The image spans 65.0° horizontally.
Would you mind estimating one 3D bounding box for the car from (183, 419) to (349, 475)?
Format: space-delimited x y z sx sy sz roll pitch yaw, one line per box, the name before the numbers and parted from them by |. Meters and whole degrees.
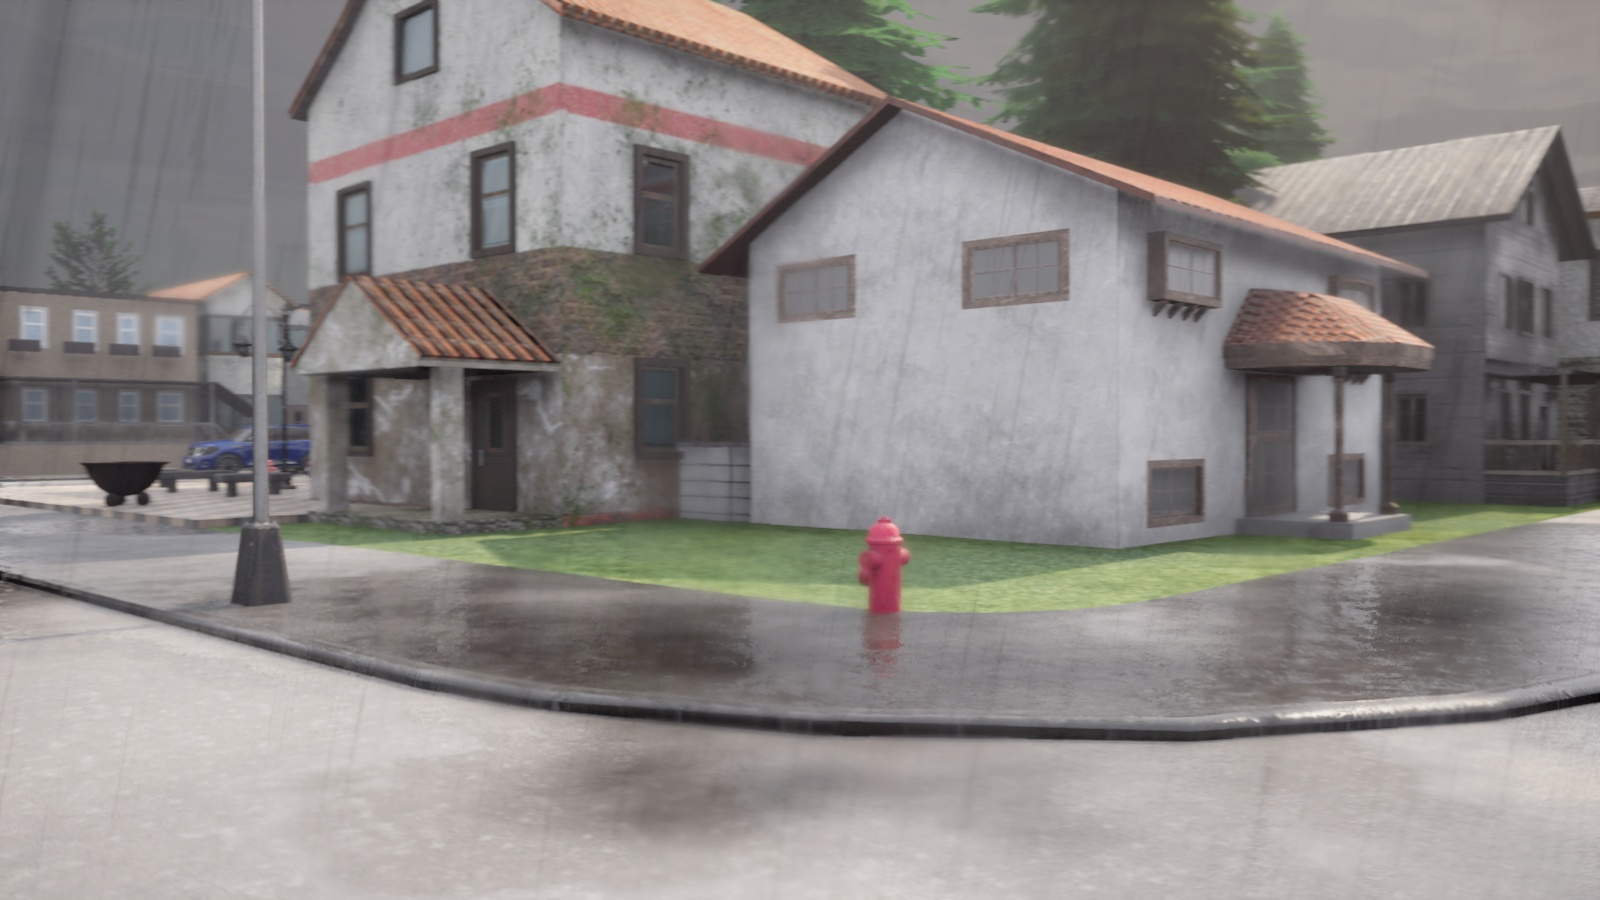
car | -20.685 -0.131 48.851 2.150 2.045 5.566 1 1 43
